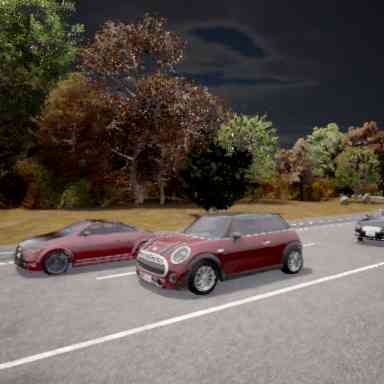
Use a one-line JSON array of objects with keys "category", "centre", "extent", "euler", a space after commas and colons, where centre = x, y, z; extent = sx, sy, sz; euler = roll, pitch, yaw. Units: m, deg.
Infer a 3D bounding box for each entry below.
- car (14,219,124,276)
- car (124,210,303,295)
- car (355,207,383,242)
[{"category": "car", "centre": [-3.139, 1.548, 10.344], "extent": [4.181, 1.385, 1.994], "euler": [0, 0, -35]}, {"category": "car", "centre": [0.836, 1.321, 8.779], "extent": [4.553, 1.767, 2.097], "euler": [0, 0, -35]}, {"category": "car", "centre": [9.151, 1.399, 14.766], "extent": [4.902, 1.511, 2.128], "euler": [0, 0, -36]}]
